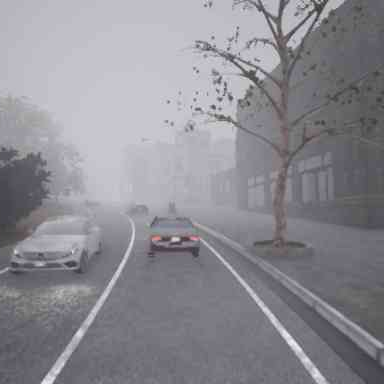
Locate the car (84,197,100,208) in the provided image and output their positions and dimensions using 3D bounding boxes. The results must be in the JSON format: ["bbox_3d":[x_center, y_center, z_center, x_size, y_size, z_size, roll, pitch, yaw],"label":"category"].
[{"bbox_3d":[-15.023,1.538,50.038,1.812,1.442,4.674,2,-1,-25],"label":"car"}]

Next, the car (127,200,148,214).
[{"bbox_3d":[-5.982,1.644,36.428,1.812,1.442,4.674,2,-1,-18],"label":"car"}]

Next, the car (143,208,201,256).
[{"bbox_3d":[-0.811,1.578,13.210,2.033,1.411,5.357,1,0,-6],"label":"car"}]

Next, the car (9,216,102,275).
[{"bbox_3d":[-4.040,1.527,10.618,1.812,1.442,4.674,0,0,-6],"label":"car"}]
